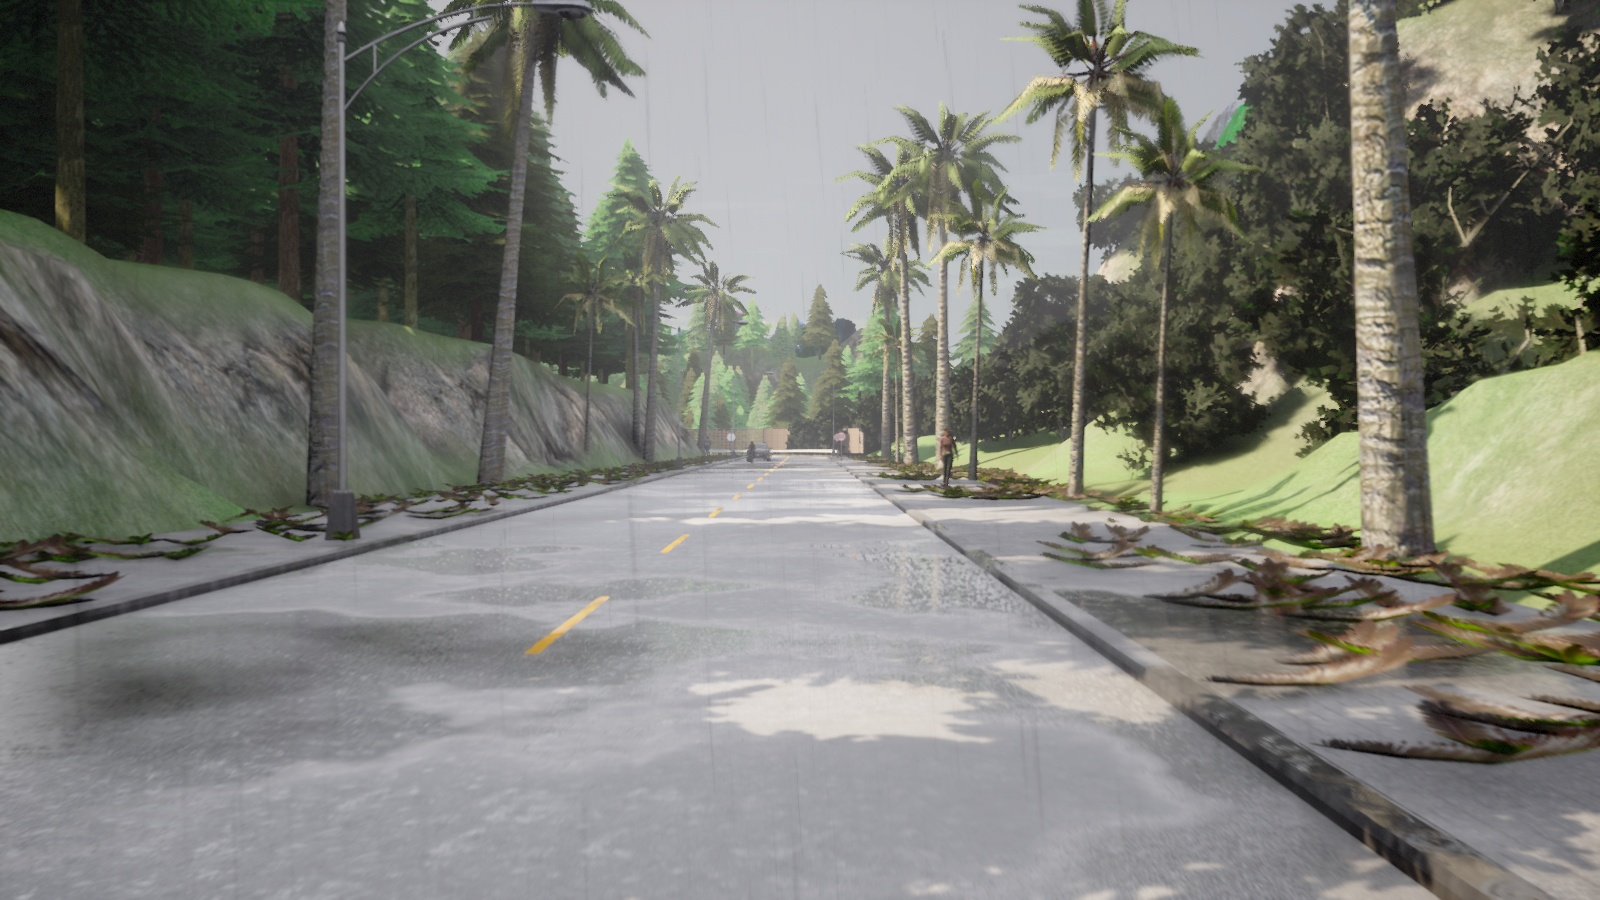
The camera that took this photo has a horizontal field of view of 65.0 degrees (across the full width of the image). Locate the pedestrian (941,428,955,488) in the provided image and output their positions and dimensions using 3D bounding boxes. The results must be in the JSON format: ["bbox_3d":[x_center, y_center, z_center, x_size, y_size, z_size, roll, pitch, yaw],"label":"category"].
[{"bbox_3d":[4.537,0.234,38.564,0.328,1.805,0.869,0,0,1],"label":"pedestrian"}]
